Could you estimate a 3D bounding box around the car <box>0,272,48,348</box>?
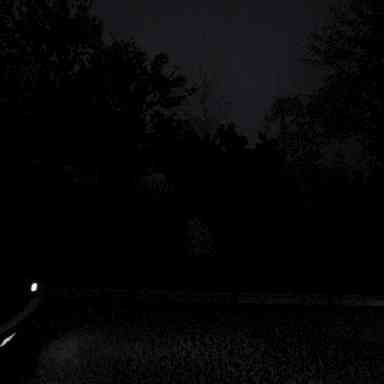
[{"bbox_3d":[-4.325,1.287,3.888,4.718,1.301,1.895,3,1,1],"label":"car"}]
